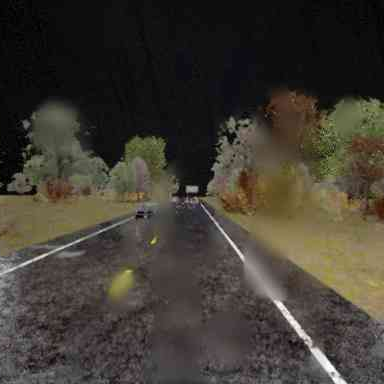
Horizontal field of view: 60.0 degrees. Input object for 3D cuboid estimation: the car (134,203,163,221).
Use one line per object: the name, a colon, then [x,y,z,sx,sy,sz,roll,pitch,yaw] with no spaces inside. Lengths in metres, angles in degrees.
car: [-3.595,1.632,27.952,1.895,1.301,4.718,0,0,0]

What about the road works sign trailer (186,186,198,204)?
road works sign trailer: [-0.008,0.554,64.259,2.380,3.560,2.880,0,1,0]

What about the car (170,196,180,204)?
car: [-3.494,1.670,68.602,2.128,1.511,4.902,0,0,0]
